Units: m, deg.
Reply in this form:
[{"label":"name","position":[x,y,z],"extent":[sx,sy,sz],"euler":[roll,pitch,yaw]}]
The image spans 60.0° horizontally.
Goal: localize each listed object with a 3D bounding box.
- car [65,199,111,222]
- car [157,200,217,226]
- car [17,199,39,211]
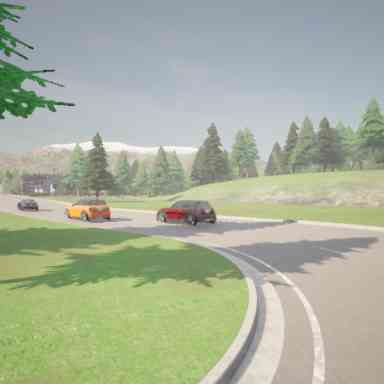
[{"label":"car","position":[-8.447,1.351,26.764],"extent":[2.097,1.767,4.553],"euler":[0,0,-44]},{"label":"car","position":[-0.473,1.350,23.538],"extent":[4.553,1.767,2.097],"euler":[0,0,45]},{"label":"car","position":[-19.924,1.548,40.348],"extent":[2.033,1.411,5.357],"euler":[0,0,-34]}]
